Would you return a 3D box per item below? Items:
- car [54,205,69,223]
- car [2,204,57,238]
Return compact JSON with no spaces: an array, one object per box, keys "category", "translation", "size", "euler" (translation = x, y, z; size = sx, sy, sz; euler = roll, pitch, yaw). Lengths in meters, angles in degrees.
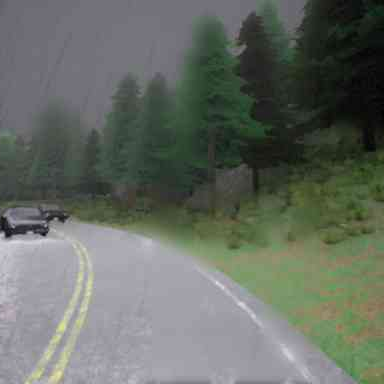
[{"category":"car","translation":[-10.962,1.547,24.590],"size":[4.718,1.301,1.895],"euler":[1,-2,45]},{"category":"car","translation":[-8.875,1.457,17.482],"size":[2.033,1.411,5.357],"euler":[2,-1,-33]}]
